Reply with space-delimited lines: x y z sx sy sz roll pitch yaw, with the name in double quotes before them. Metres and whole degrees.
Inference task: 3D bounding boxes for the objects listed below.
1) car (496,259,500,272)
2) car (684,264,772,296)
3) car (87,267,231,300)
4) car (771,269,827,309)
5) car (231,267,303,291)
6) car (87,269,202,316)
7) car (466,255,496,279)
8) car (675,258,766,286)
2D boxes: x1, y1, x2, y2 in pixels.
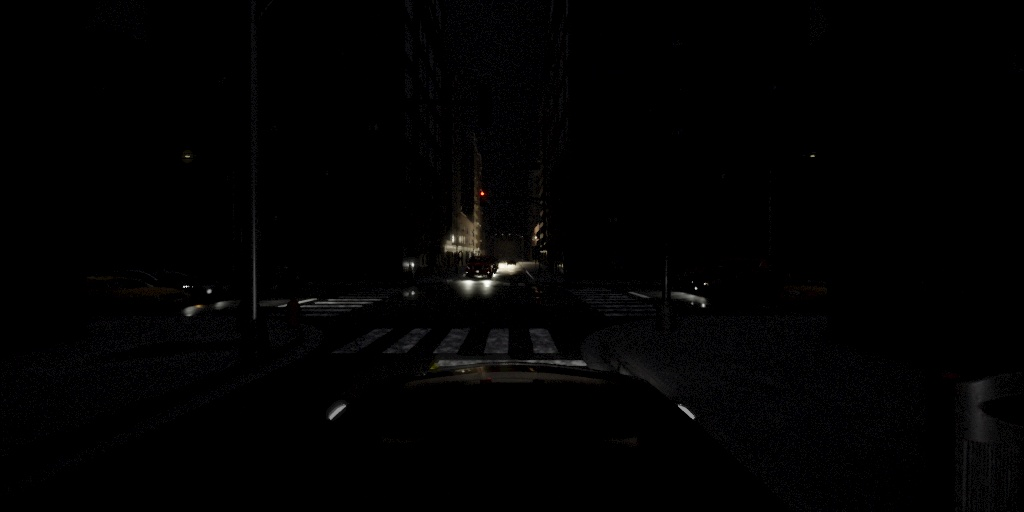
"car" -2.926 0.956 43.894 2.150 2.045 5.566 0 0 0
"car" 12.135 1.277 18.360 5.357 1.411 2.033 0 0 3
"car" -15.481 1.260 15.421 4.902 1.511 2.128 0 0 0
"car" 12.481 1.280 12.910 4.829 1.417 1.751 0 0 0
"car" -14.568 1.307 20.921 4.313 1.339 1.948 0 0 0
"car" -14.403 1.305 12.896 4.829 1.417 1.751 0 0 0
"car" -2.908 0.965 32.989 2.150 2.045 5.566 0 0 0
"car" 12.315 1.032 20.936 5.009 1.841 2.192 0 0 0
